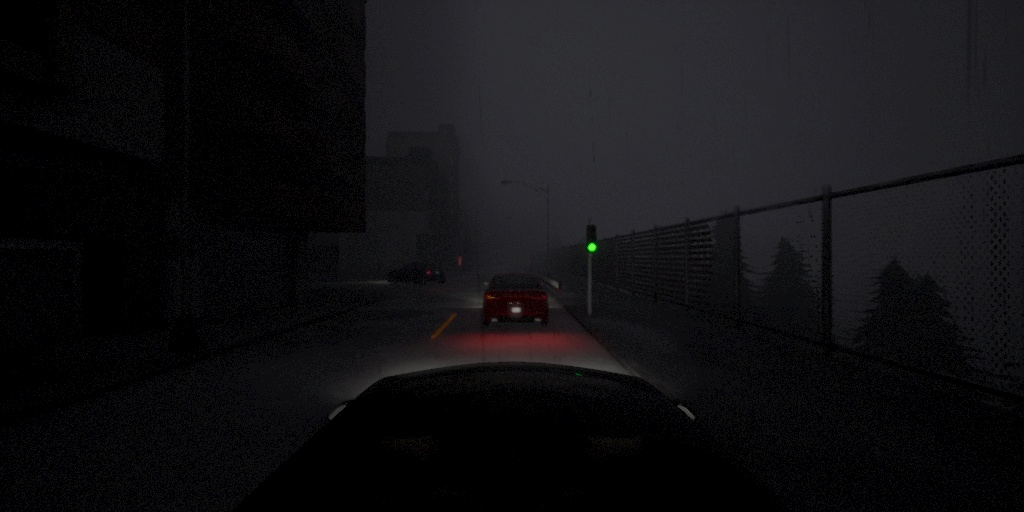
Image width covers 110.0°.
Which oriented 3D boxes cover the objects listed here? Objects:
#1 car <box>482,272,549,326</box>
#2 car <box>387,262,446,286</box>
[{"bbox_3d":[0.068,1.279,11.880,1.882,1.535,5.008,0,0,-1],"label":"car"},{"bbox_3d":[-7.205,1.228,26.910,4.553,1.767,2.097,0,0,31],"label":"car"}]
